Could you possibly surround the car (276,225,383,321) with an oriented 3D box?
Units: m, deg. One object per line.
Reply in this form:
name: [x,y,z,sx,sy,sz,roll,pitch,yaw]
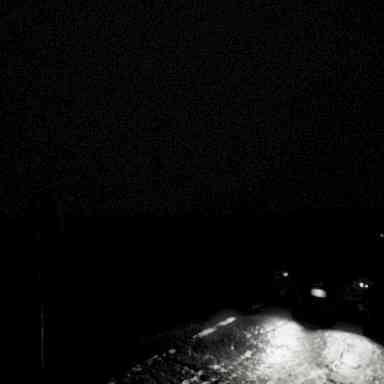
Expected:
car: [3.594,1.679,7.648,1.994,1.385,4.181,-2,-2,40]
